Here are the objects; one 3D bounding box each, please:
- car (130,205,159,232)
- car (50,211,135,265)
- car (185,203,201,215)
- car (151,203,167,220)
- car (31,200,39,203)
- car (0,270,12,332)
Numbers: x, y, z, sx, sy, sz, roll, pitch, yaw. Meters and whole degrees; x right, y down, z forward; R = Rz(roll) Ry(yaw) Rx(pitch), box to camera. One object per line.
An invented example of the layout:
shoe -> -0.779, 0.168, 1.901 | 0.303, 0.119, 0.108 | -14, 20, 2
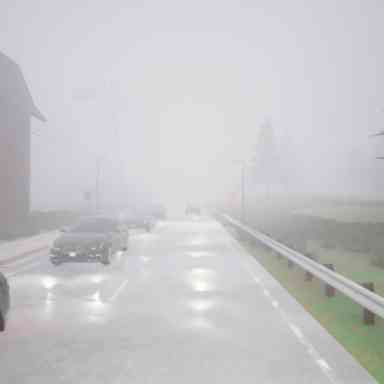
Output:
car -> -3.586, 1.833, 22.711 | 1.812, 1.442, 4.674 | 0, -1, 0
car -> -3.595, 1.674, 12.448 | 1.837, 1.490, 4.892 | 0, -1, 0
car -> 0.106, 2.113, 41.879 | 2.033, 1.411, 5.357 | 0, -1, 0
car -> -3.541, 1.926, 33.200 | 1.882, 1.535, 5.008 | 0, -1, 0
car -> -32.275, 2.434, 67.686 | 1.784, 1.438, 3.905 | 0, -1, 0
car -> -3.600, 1.533, 2.978 | 2.128, 1.511, 4.902 | 0, -1, 0
